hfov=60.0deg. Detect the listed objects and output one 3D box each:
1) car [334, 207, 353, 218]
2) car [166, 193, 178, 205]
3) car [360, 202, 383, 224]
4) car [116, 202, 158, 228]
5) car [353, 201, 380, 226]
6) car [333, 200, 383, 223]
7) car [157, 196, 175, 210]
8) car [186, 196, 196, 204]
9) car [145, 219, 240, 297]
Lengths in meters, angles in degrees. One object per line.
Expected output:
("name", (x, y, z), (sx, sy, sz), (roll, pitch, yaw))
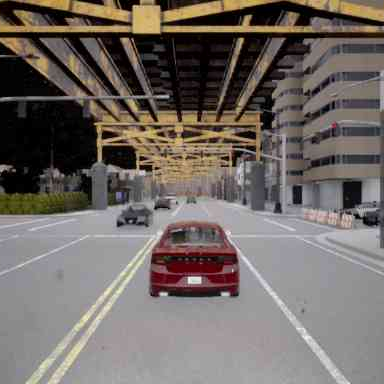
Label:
("car", (13.581, 1.295, 25.453), (4.536, 1.218, 1.853), (0, 0, 25))
("car", (-3.663, 1.223, 58.853), (2.150, 2.045, 5.566), (0, 0, 0))
("car", (13.265, 1.295, 21.333), (4.536, 1.218, 1.853), (0, 0, -20))
("car", (-3.647, 1.564, 21.845), (1.994, 1.385, 4.181), (0, 0, 0))
("car", (13.216, 1.453, 21.315), (4.974, 1.542, 2.038), (0, 0, -20))
("car", (13.534, 1.453, 25.474), (4.974, 1.542, 2.038), (0, 0, 25))
("car", (-3.686, 1.547, 42.847), (2.033, 1.411, 5.357), (0, 0, 0))
("car", (-0.137, 1.547, 63.294), (2.033, 1.411, 5.357), (0, 0, 0))
("car", (0.056, 1.478, 8.619), (1.882, 1.535, 5.008), (0, 0, 0))
